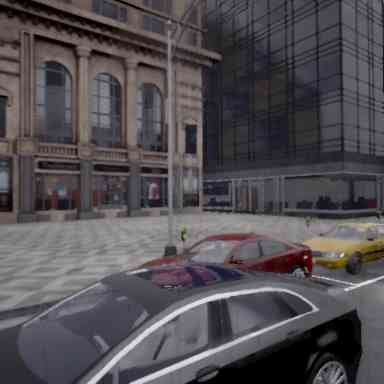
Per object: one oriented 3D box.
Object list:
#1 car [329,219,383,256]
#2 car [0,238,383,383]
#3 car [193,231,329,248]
[{"bbox_3d":[5.236,1.580,10.706,4.829,1.417,1.752,0,0,-37],"label":"car"},{"bbox_3d":[-0.354,1.540,3.093,4.902,1.511,2.128,0,-1,-35],"label":"car"},{"bbox_3d":[0.863,1.626,7.445,4.507,1.381,1.887,0,0,-37],"label":"car"}]
